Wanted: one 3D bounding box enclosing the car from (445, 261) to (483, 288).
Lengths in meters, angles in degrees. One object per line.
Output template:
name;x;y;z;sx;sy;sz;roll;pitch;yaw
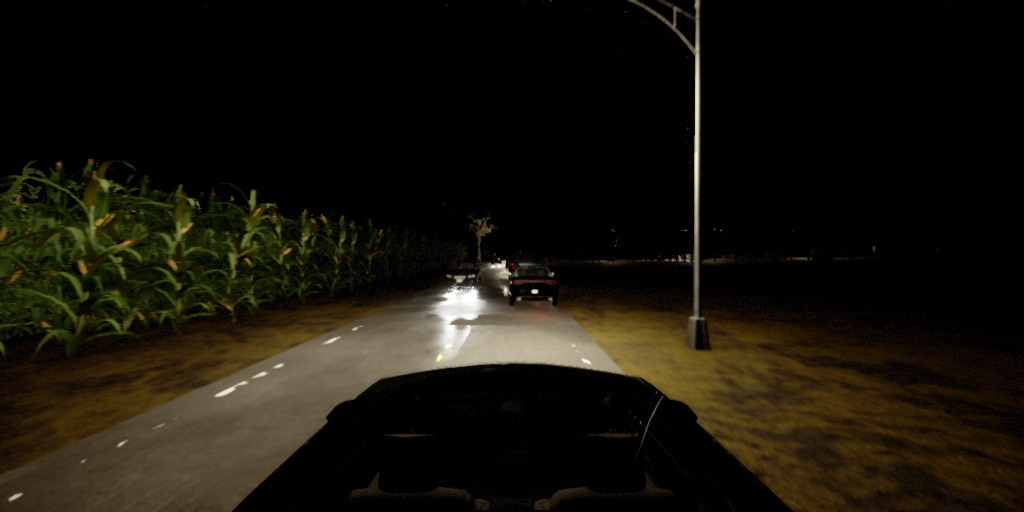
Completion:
car;-2.854;1.072;21.964;2.128;1.511;4.902;0;0;0

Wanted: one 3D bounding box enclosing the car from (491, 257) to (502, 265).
car;-2.795;0.861;64.404;2.128;1.511;4.902;0;0;1

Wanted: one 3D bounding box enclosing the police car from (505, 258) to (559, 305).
police car;0.821;1.056;15.460;1.930;1.638;5.238;0;0;0

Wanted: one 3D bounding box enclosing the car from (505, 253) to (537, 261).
car;0.818;0.783;25.380;2.150;2.045;5.566;0;0;0
